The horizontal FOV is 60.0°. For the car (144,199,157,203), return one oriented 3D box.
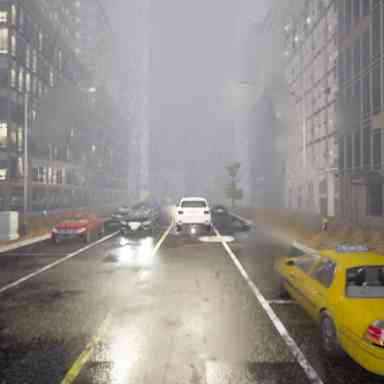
[{"bbox_3d":[-5.701,1.888,39.868,1.887,1.381,4.507,0,0,0],"label":"car"}]

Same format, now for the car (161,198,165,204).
[{"bbox_3d":[-5.705,2.019,51.252,1.802,1.307,4.206,0,0,0],"label":"car"}]

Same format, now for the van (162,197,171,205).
[{"bbox_3d":[-5.711,1.962,74.022,1.690,1.788,3.998,0,0,0],"label":"van"}]

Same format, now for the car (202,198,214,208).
[{"bbox_3d":[2.675,1.925,56.933,1.967,1.590,4.097,0,0,0],"label":"car"}]

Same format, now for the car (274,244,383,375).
[{"bbox_3d":[2.692,1.579,5.876,1.752,1.417,4.829,0,-1,0],"label":"car"}]

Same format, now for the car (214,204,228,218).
[{"bbox_3d":[2.682,1.862,34.166,1.947,1.339,4.313,0,0,0],"label":"car"}]

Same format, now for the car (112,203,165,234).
[{"bbox_3d":[-3.103,1.670,20.357,2.128,1.511,4.902,0,0,0],"label":"car"}]

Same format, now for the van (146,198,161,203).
[{"bbox_3d":[-5.702,1.732,45.562,1.690,1.788,3.998,0,0,0],"label":"van"}]

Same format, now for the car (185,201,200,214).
[{"bbox_3d":[0.083,1.884,41.552,1.812,1.442,4.674,0,-1,0],"label":"car"}]

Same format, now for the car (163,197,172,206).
[{"bbox_3d":[-5.710,2.016,68.328,1.967,1.590,4.097,0,0,0],"label":"car"}]

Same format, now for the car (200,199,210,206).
[{"bbox_3d":[2.670,2.159,68.316,1.802,1.307,4.206,0,0,0],"label":"car"}]

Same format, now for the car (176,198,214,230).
[{"bbox_3d":[0.095,1.420,22.586,2.150,2.045,5.566,0,0,0],"label":"car"}]

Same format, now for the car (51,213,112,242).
[{"bbox_3d":[-5.693,1.732,17.098,1.802,1.307,4.206,0,0,0],"label":"car"}]

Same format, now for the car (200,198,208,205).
[{"bbox_3d":[2.668,2.149,74.179,1.752,1.417,4.829,0,0,0],"label":"car"}]

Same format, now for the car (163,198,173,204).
[{"bbox_3d":[-5.714,2.232,79.713,1.947,1.339,4.313,0,0,0],"label":"car"}]
